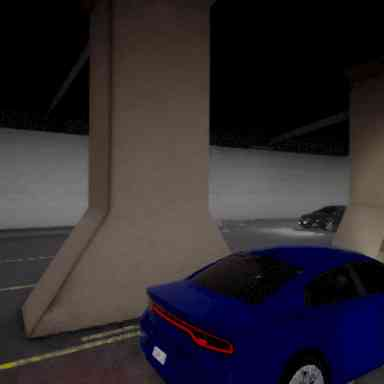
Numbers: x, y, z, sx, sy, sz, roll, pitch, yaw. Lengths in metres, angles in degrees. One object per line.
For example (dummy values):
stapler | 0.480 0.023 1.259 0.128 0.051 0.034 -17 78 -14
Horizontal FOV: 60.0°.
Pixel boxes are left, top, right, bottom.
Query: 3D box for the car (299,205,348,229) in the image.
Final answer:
car | 8.815 1.553 20.339 4.892 1.490 1.837 0 0 -23

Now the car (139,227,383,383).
car | 1.759 1.485 4.662 5.008 1.535 1.882 0 0 -33
